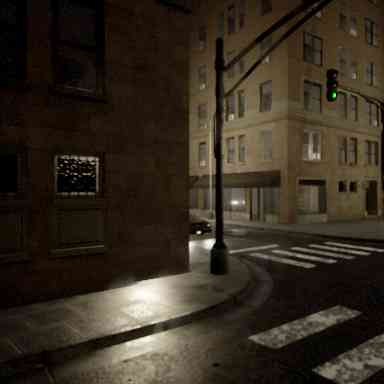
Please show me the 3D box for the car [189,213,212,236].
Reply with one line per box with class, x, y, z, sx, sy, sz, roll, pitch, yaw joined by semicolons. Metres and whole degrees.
car;-1.221;1.512;17.814;2.033;1.411;5.357;0;0;-36
